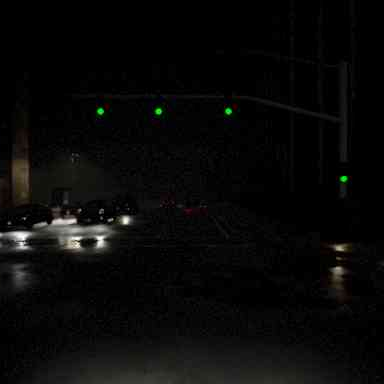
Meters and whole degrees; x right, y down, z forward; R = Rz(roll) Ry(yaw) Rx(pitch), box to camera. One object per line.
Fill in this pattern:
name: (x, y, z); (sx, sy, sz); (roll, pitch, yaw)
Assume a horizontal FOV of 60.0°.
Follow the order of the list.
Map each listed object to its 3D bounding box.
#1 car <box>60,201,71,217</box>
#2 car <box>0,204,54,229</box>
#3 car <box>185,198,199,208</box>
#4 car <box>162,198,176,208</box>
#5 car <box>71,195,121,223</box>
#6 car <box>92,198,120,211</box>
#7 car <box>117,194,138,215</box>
car: (-10.553, 1.486, 30.807); (2.128, 1.511, 4.902); (0, 0, 0)
car: (-10.552, 1.522, 21.538); (1.812, 1.442, 4.674); (0, 0, 0)
car: (0.070, 1.515, 47.481); (1.812, 1.442, 4.674); (0, 0, 0)
car: (-3.325, 1.537, 48.451); (2.033, 1.411, 5.357); (0, 0, -1)
car: (-7.066, 1.347, 25.039); (2.097, 1.767, 4.553); (0, 0, 0)
car: (-10.500, 1.483, 40.990); (2.128, 1.511, 4.902); (0, 0, 1)
car: (-7.042, 1.214, 34.541); (2.150, 2.045, 5.566); (0, 0, 0)
